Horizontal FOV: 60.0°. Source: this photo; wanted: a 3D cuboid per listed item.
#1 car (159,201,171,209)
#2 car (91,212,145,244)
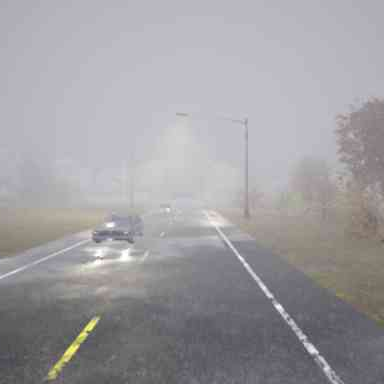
[{"bbox_3d":[-4.763,2.234,58.517,1.994,1.385,4.181,0,-1,-6],"label":"car"},{"bbox_3d":[-3.594,1.738,17.247,2.033,1.411,5.357,0,-1,0],"label":"car"}]
